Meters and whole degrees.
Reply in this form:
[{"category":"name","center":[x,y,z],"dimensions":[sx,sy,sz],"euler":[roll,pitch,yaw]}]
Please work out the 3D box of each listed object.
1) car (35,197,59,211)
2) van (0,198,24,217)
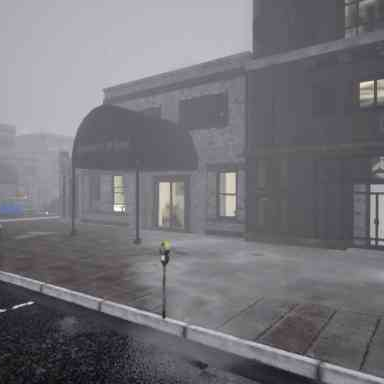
[{"category":"car","center":[-16.438,1.413,41.223],"dimensions":[2.097,1.767,4.553],"euler":[0,0,35]},{"category":"van","center":[-17.327,1.415,29.849],"dimensions":[1.690,1.788,3.998],"euler":[0,0,35]}]
